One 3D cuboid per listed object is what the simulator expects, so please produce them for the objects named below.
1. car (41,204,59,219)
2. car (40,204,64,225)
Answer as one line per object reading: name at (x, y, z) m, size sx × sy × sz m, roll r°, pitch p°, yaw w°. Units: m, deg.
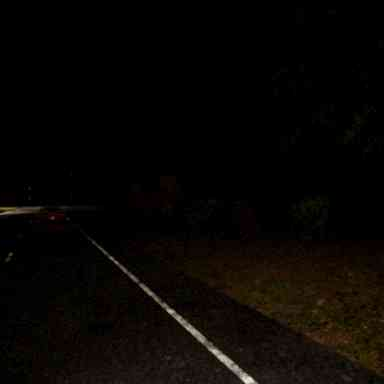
car at (-16.980, 2.251, 39.804) m, size 1.837 × 1.490 × 4.892 m, roll -1°, pitch 0°, yaw -23°
car at (-12.744, 2.044, 30.276) m, size 1.882 × 1.535 × 5.008 m, roll -1°, pitch -1°, yaw -24°
